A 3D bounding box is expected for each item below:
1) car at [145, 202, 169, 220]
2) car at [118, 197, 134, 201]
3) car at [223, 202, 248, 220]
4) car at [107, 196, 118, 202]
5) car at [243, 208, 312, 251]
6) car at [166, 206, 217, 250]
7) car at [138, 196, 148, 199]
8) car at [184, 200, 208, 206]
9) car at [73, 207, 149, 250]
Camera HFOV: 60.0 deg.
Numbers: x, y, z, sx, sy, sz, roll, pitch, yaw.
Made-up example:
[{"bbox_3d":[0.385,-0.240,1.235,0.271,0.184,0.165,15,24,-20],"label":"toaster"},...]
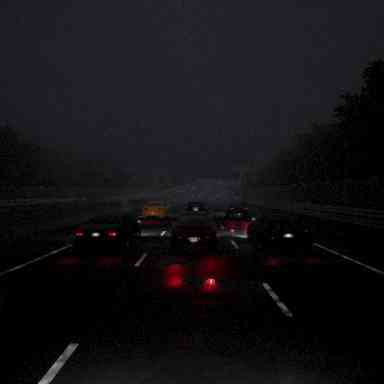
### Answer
[{"bbox_3d":[-3.126,1.573,29.321,1.882,1.535,5.008,0,0,1],"label":"car"},{"bbox_3d":[-14.922,1.817,78.024,2.033,1.411,5.357,0,0,4],"label":"car"},{"bbox_3d":[3.872,1.586,29.145,2.128,1.511,4.902,0,0,1],"label":"car"},{"bbox_3d":[-18.414,1.774,78.263,1.837,1.490,4.892,0,0,4],"label":"car"},{"bbox_3d":[3.592,1.594,14.300,1.994,1.385,4.181,0,0,1],"label":"car"},{"bbox_3d":[0.092,1.554,14.343,1.812,1.442,4.674,0,0,1],"label":"car"},{"bbox_3d":[-11.428,1.635,77.817,2.097,1.767,4.553,0,0,4],"label":"car"},{"bbox_3d":[0.372,1.455,29.203,2.097,1.767,4.553,0,0,1],"label":"car"},{"bbox_3d":[-3.407,1.584,14.387,2.033,1.411,5.357,0,0,1],"label":"car"}]
